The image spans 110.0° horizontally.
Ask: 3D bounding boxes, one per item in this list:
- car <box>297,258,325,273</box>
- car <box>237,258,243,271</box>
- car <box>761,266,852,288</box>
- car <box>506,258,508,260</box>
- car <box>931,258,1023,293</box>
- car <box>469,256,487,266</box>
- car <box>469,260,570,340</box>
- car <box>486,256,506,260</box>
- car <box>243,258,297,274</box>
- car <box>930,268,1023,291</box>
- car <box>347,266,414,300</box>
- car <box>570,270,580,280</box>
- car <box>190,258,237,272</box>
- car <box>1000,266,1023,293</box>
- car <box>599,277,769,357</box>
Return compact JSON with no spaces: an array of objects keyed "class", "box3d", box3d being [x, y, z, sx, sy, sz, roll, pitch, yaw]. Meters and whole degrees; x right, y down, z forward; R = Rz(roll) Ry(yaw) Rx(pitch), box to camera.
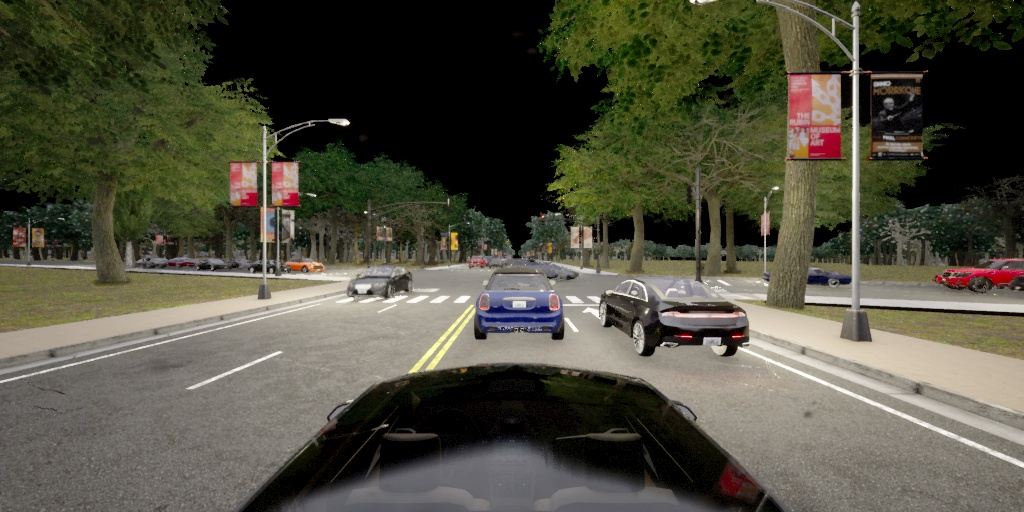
[{"class":"car","box3d":[-23.633,0.982,40.913,4.553,1.767,2.097,0,0,24]},{"class":"car","box3d":[-34.794,1.063,45.900,4.902,1.511,2.128,0,0,24]},{"class":"car","box3d":[20.393,1.478,25.058,4.718,1.301,1.895,0,0,24]},{"class":"car","box3d":[-2.210,1.360,64.872,1.895,1.301,4.718,0,0,1]},{"class":"car","box3d":[29.307,1.153,21.077,5.566,2.045,2.150,0,0,25]},{"class":"car","box3d":[-5.630,0.979,57.948,2.150,2.045,5.566,0,0,1]},{"class":"car","box3d":[0.191,1.102,10.136,2.097,1.767,4.553,0,0,1]},{"class":"car","box3d":[-2.401,1.109,55.881,2.097,1.767,4.553,0,0,1]},{"class":"car","box3d":[-25.920,1.103,38.368,5.008,1.535,1.882,0,0,22]},{"class":"car","box3d":[31.481,1.537,23.674,4.718,1.301,1.895,0,0,24]},{"class":"car","box3d":[-6.333,1.242,17.763,2.128,1.511,4.902,0,0,1]},{"class":"car","box3d":[2.713,1.326,29.165,5.357,1.411,2.033,0,0,24]},{"class":"car","box3d":[-35.518,1.052,42.662,5.008,1.535,1.882,0,0,24]},{"class":"car","box3d":[28.523,1.441,17.658,4.892,1.490,1.837,0,0,24]},{"class":"car","box3d":[3.428,1.241,8.548,2.128,1.511,4.902,0,0,0]}]
